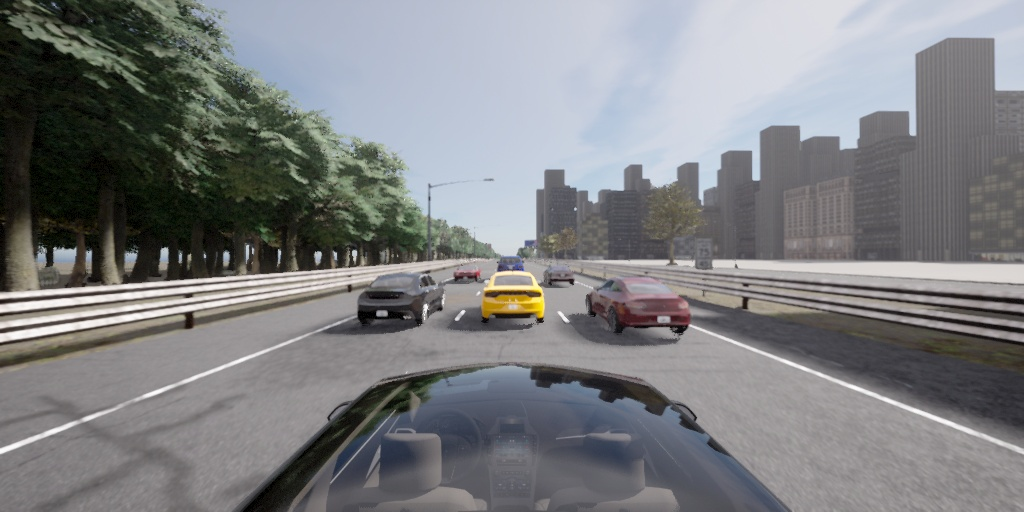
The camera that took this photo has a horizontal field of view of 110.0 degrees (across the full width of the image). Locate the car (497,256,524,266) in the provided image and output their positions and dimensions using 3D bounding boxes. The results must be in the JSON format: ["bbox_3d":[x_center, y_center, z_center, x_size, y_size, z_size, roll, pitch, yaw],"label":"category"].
[{"bbox_3d":[-0.126,1.016,30.661,2.150,2.045,5.566,0,0,-1],"label":"car"}]

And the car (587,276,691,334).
[{"bbox_3d":[3.522,1.316,10.669,1.812,1.442,4.674,0,0,-1],"label":"car"}]

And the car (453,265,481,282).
[{"bbox_3d":[-3.618,1.397,29.943,1.895,1.301,4.718,0,0,-1],"label":"car"}]

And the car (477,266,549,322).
[{"bbox_3d":[0.031,1.274,12.542,1.882,1.535,5.008,0,0,0],"label":"car"}]

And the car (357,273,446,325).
[{"bbox_3d":[-3.470,1.300,12.008,1.837,1.490,4.892,0,0,0],"label":"car"}]

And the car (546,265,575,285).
[{"bbox_3d":[3.405,1.352,26.712,2.033,1.411,5.357,0,0,0],"label":"car"}]
